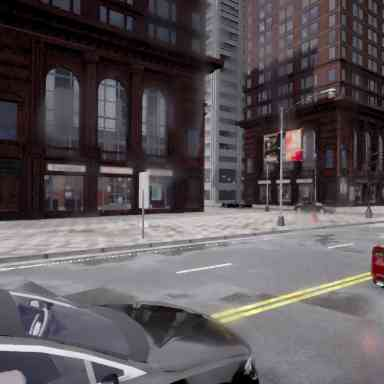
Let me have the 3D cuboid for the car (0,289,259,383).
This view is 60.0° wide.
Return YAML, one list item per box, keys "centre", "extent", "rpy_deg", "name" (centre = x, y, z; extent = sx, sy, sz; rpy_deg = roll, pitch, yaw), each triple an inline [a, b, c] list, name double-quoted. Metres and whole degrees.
- centre: [-1.617, 1.491, 2.292]
  extent: [4.902, 1.511, 2.128]
  rpy_deg: [0, 0, -35]
  name: "car"

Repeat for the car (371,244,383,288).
- centre: [6.209, 1.489, 7.867]
  extent: [5.008, 1.535, 1.882]
  rpy_deg: [0, 0, -35]
  name: "car"

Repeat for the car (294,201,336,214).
- centre: [13.499, 1.701, 36.834]
  extent: [1.812, 1.442, 4.674]
  rpy_deg: [1, -1, -36]
  name: "car"

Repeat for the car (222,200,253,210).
- centre: [6.352, 1.833, 46.890]
  extent: [1.895, 1.301, 4.718]
  rpy_deg: [1, -1, -35]
  name: "car"
